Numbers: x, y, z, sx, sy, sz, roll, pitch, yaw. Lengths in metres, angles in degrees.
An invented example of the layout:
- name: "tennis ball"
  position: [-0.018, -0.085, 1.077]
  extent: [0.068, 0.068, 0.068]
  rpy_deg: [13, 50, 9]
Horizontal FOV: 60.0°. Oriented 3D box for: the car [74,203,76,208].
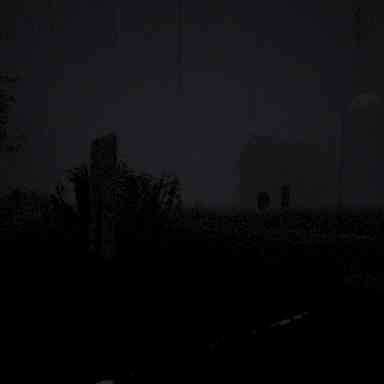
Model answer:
- name: "car"
  position: [-18.401, 2.080, 56.227]
  extent: [2.097, 1.767, 4.553]
  rpy_deg: [1, -1, -35]
